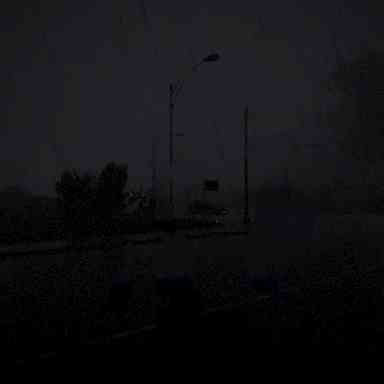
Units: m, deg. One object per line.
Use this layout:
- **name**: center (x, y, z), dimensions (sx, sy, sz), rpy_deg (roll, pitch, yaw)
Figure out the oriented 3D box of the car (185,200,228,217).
- **car**: center (1.293, 1.522, 30.949), dimensions (1.837, 1.490, 4.892), rpy_deg (0, 1, -39)
